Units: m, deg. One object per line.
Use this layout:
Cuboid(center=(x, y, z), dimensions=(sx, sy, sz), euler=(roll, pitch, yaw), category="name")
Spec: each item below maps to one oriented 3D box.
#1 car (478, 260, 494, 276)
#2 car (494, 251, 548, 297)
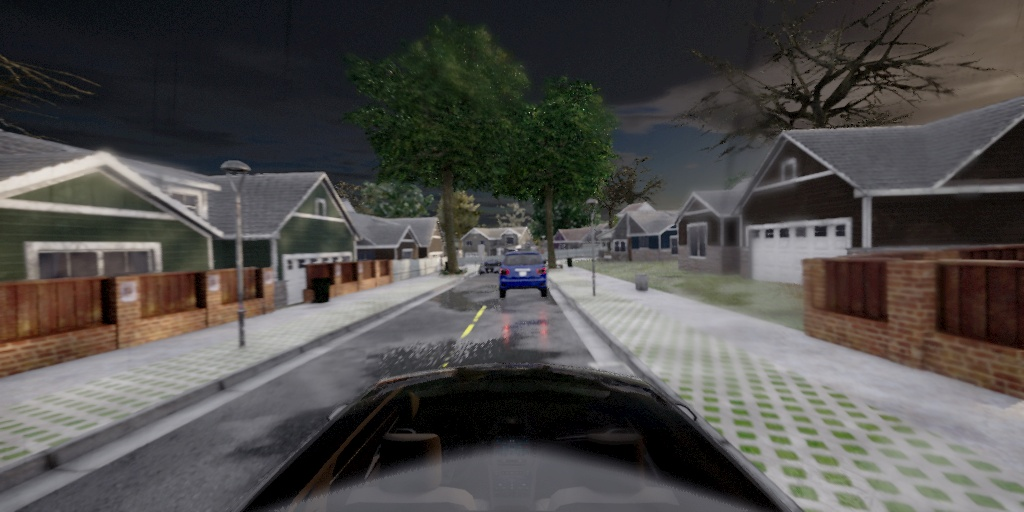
Cuboid(center=(-1.855, 1.017, 32.340), dimensions=(1.994, 1.385, 4.181), euler=(-2, 1, 2), category="car")
Cuboid(center=(0.544, 0.781, 17.633), dimensions=(2.150, 2.045, 5.566), euler=(-2, 1, 2), category="car")
